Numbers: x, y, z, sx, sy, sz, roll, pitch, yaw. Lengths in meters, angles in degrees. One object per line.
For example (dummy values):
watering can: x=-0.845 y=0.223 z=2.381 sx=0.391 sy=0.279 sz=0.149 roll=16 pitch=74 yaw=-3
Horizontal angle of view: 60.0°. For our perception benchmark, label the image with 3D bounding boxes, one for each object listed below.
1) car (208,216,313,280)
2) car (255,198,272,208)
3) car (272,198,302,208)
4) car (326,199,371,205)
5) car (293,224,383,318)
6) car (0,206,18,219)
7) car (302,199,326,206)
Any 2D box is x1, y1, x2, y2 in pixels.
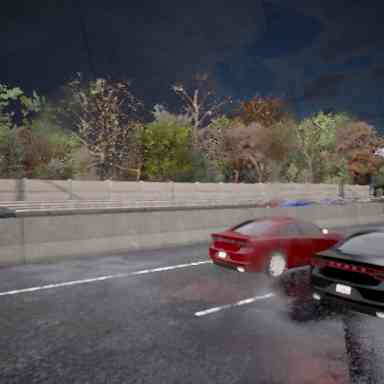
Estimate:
car: x=2.797 y=1.469 z=10.042 sx=5.008 sy=1.535 sz=1.882 roll=0 pitch=0 yaw=-35
car: x=9.901 y=1.456 z=41.139 sx=5.008 sy=1.535 sz=1.882 roll=0 pitch=0 yaw=-35
car: x=11.943 y=1.456 z=38.298 sx=5.008 sy=1.535 sz=1.882 roll=0 pitch=0 yaw=-35
car: x=15.669 y=1.470 z=32.361 sx=4.902 sy=1.511 sz=2.128 roll=0 pitch=0 yaw=-35
car: x=4.545 y=1.469 z=6.990 sx=5.008 sy=1.535 sz=1.882 roll=0 pitch=0 yaw=-35
car: x=-13.373 y=1.504 z=20.246 sx=4.892 sy=1.490 sz=1.837 roll=0 pitch=0 yaw=-35
car: x=14.548 y=1.470 z=35.858 sx=4.902 sy=1.511 sz=2.128 roll=0 pitch=0 yaw=-35
